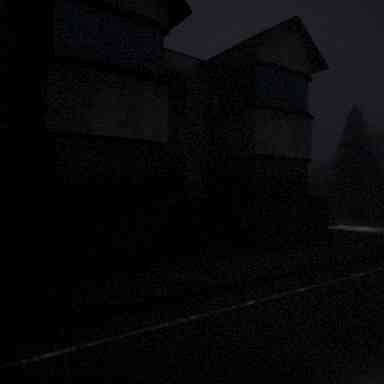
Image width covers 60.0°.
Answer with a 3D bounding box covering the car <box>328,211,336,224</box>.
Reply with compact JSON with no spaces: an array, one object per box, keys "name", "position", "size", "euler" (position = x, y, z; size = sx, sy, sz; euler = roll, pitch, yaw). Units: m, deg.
[{"name":"car","position":[8.782,1.574,25.936],"size":[2.097,1.767,4.553],"euler":[1,0,-35]}]
